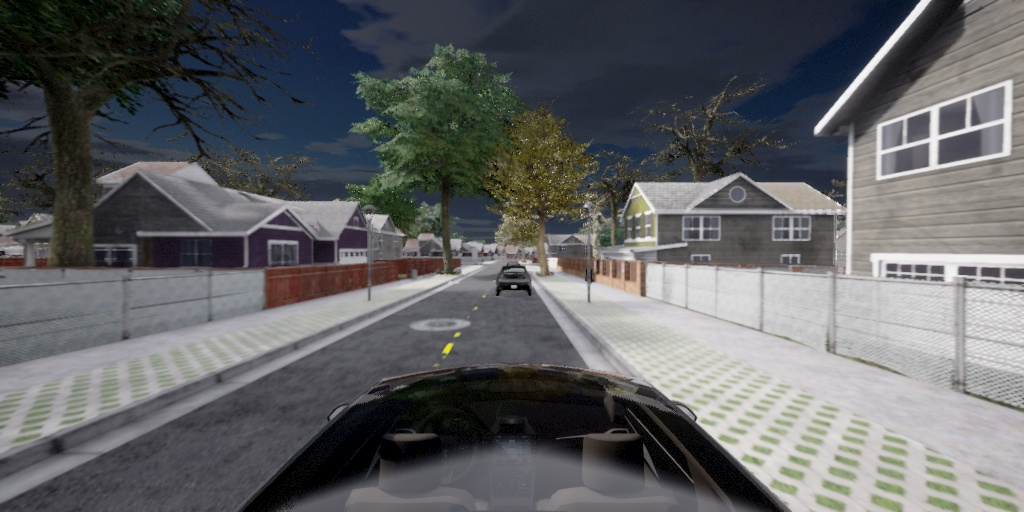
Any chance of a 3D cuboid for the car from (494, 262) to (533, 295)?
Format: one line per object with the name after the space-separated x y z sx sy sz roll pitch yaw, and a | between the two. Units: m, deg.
0.094 1.248 19.808 1.837 1.490 4.892 0 0 0 | car
